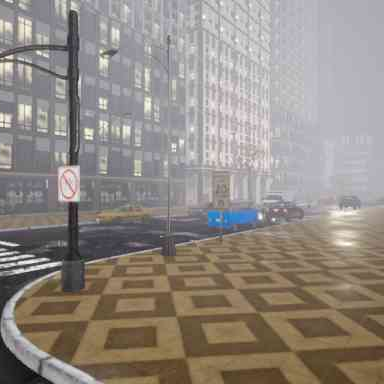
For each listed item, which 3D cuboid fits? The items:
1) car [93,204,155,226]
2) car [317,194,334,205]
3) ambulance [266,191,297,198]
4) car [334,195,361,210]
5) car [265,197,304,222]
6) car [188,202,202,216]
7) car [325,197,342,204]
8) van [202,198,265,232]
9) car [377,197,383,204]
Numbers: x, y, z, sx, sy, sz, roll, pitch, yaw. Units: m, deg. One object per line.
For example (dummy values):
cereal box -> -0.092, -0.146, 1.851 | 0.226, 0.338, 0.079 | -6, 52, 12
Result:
car -> -4.777, 1.540, 24.009 | 1.752, 1.417, 4.829 | 0, 0, 38
car -> 25.147, 1.380, 62.548 | 2.192, 1.841, 5.009 | 0, 0, 38
ambulance -> 10.215, 1.062, 39.013 | 2.351, 2.431, 6.366 | 0, 0, 38
car -> 21.181, 1.368, 44.520 | 2.192, 1.841, 5.009 | 0, 0, 38
car -> 7.579, 1.472, 26.905 | 1.967, 1.590, 4.097 | 0, 0, 38
car -> 1.343, 1.603, 31.722 | 1.802, 1.307, 4.206 | 0, 0, 38
car -> 28.547, 1.624, 66.951 | 2.008, 1.369, 4.403 | 0, 0, 38
van -> 2.607, 1.368, 20.284 | 1.690, 1.788, 3.998 | 0, 0, 38
car -> 38.183, 1.658, 66.537 | 1.947, 1.339, 4.313 | 0, 0, 38
